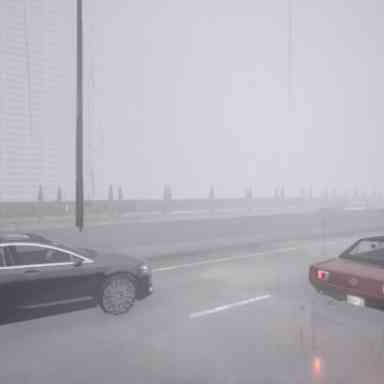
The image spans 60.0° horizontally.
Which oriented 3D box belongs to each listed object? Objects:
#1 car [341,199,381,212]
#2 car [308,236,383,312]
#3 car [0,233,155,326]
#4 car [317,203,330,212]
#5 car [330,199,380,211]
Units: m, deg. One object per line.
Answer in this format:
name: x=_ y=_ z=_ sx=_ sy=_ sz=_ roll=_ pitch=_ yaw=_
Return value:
car: x=20.301 y=1.550 z=39.942 sx=5.357 sy=1.411 sz=2.033 roll=0 pitch=0 yaw=-35
car: x=4.663 y=1.601 z=7.071 sx=4.718 sy=1.301 sz=1.895 roll=0 pitch=0 yaw=-35
car: x=-3.031 y=1.492 z=5.884 sx=4.902 sy=1.511 sz=2.128 roll=0 pitch=0 yaw=-35
car: x=13.436 y=1.565 z=30.759 sx=4.181 sy=1.385 sz=1.994 roll=0 pitch=0 yaw=-35
car: x=13.259 y=1.527 z=26.338 sx=4.674 sy=1.442 sz=1.812 roll=0 pitch=0 yaw=-35
